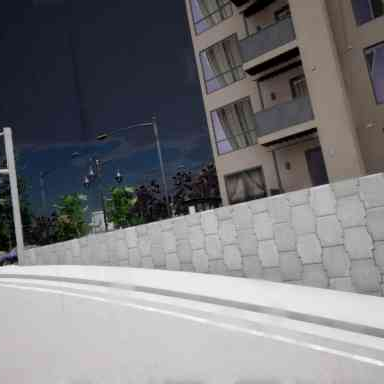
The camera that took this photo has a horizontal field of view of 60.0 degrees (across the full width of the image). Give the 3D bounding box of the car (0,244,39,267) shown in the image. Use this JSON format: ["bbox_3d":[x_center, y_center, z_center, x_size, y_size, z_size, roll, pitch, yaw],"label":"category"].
[{"bbox_3d":[-15.554,5.660,29.617,2.097,1.767,4.553,-15,-9,35],"label":"car"}]
